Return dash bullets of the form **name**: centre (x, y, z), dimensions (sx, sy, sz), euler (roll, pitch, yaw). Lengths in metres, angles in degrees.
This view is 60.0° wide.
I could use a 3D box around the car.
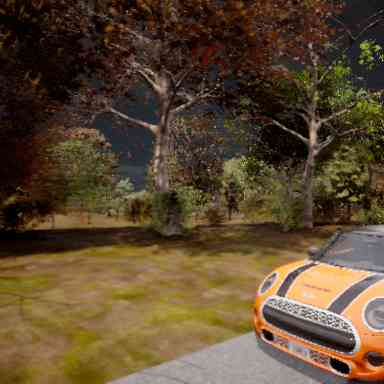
- **car**: centre (3.121, 1.374, 5.478), dimensions (4.553, 1.767, 2.097), euler (0, 0, -37)
